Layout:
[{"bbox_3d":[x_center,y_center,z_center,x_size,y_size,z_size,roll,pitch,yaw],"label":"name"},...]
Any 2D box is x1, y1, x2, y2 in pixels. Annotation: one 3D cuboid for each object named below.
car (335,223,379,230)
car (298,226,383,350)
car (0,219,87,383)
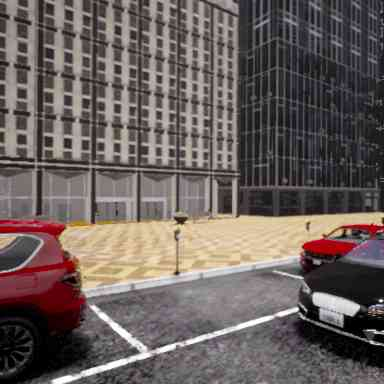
[{"bbox_3d":[5.204,1.685,10.272,4.507,1.381,1.887,1,-1,-35],"label":"car"},{"bbox_3d":[4.013,1.585,6.222,4.902,1.511,2.128,1,-1,-35],"label":"car"},{"bbox_3d":[-3.796,1.302,3.860,5.009,1.841,2.192,1,-1,-35],"label":"car"}]
